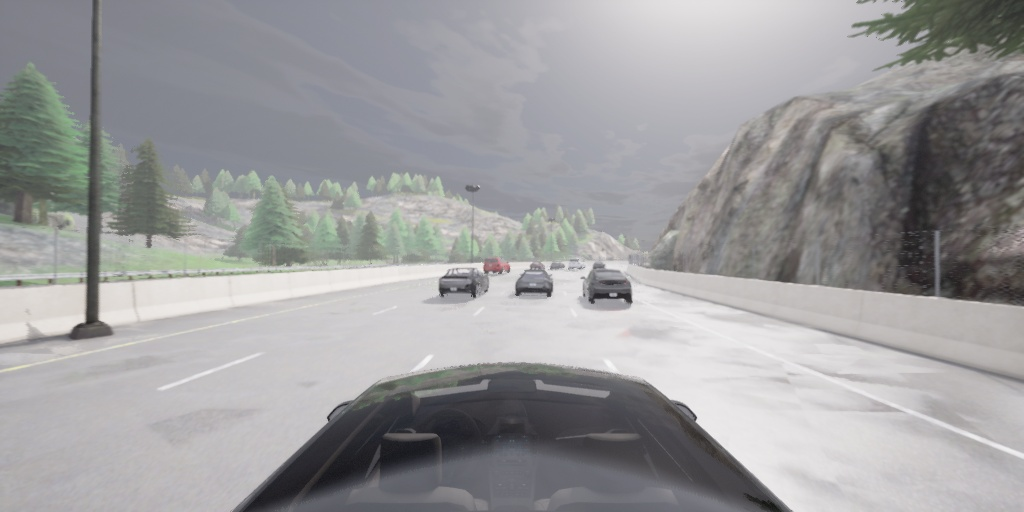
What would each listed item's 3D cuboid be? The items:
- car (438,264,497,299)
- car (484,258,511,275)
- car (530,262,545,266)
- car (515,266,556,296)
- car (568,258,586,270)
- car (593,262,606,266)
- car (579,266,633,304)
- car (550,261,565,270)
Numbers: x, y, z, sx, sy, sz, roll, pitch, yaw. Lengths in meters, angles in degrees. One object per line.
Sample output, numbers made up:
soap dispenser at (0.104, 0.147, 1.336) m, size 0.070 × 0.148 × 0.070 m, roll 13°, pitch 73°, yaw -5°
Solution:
car at (-2.392, 1.334, 18.884) m, size 2.128 × 1.511 × 4.902 m, roll 0°, pitch -1°, yaw 7°
car at (-1.766, 1.225, 43.367) m, size 2.150 × 2.045 × 5.566 m, roll 0°, pitch -1°, yaw 15°
car at (4.472, 1.705, 63.695) m, size 1.812 × 1.442 × 4.674 m, roll 0°, pitch 0°, yaw 20°
car at (1.337, 1.444, 20.424) m, size 1.994 × 1.385 × 4.181 m, roll 0°, pitch 0°, yaw 7°
car at (11.436, 1.443, 62.992) m, size 2.150 × 2.045 × 5.566 m, roll 0°, pitch -1°, yaw 22°
car at (15.250, 1.750, 62.626) m, size 1.837 × 1.490 × 4.892 m, roll -1°, pitch -1°, yaw 21°
car at (4.458, 1.384, 17.215) m, size 1.837 × 1.490 × 4.892 m, roll -1°, pitch -1°, yaw 7°
car at (8.113, 1.694, 63.508) m, size 2.128 × 1.511 × 4.902 m, roll 0°, pitch -1°, yaw 21°
